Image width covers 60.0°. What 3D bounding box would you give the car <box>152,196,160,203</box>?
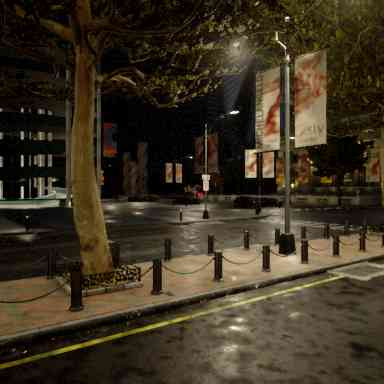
[{"bbox_3d":[-8.877,1.524,70.856,4.674,1.442,1.812,0,0,37],"label":"car"}]

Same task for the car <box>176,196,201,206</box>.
[{"bbox_3d":[-0.453,1.478,55.893,1.882,1.535,5.008,0,1,-36],"label":"car"}]

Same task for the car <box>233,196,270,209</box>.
[{"bbox_3d":[7.615,1.352,44.537,2.097,1.767,4.553,0,0,-35],"label":"car"}]

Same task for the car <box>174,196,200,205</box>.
[{"bbox_3d":[-1.006,1.548,62.627,2.033,1.411,5.357,0,0,-37],"label":"car"}]

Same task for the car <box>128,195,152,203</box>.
[{"bbox_3d":[-11.064,1.356,68.092,4.553,1.767,2.097,0,0,38],"label":"car"}]

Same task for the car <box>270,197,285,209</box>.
[{"bbox_3d":[10.730,1.505,46.196,1.837,1.490,4.892,0,0,-35],"label":"car"}]
